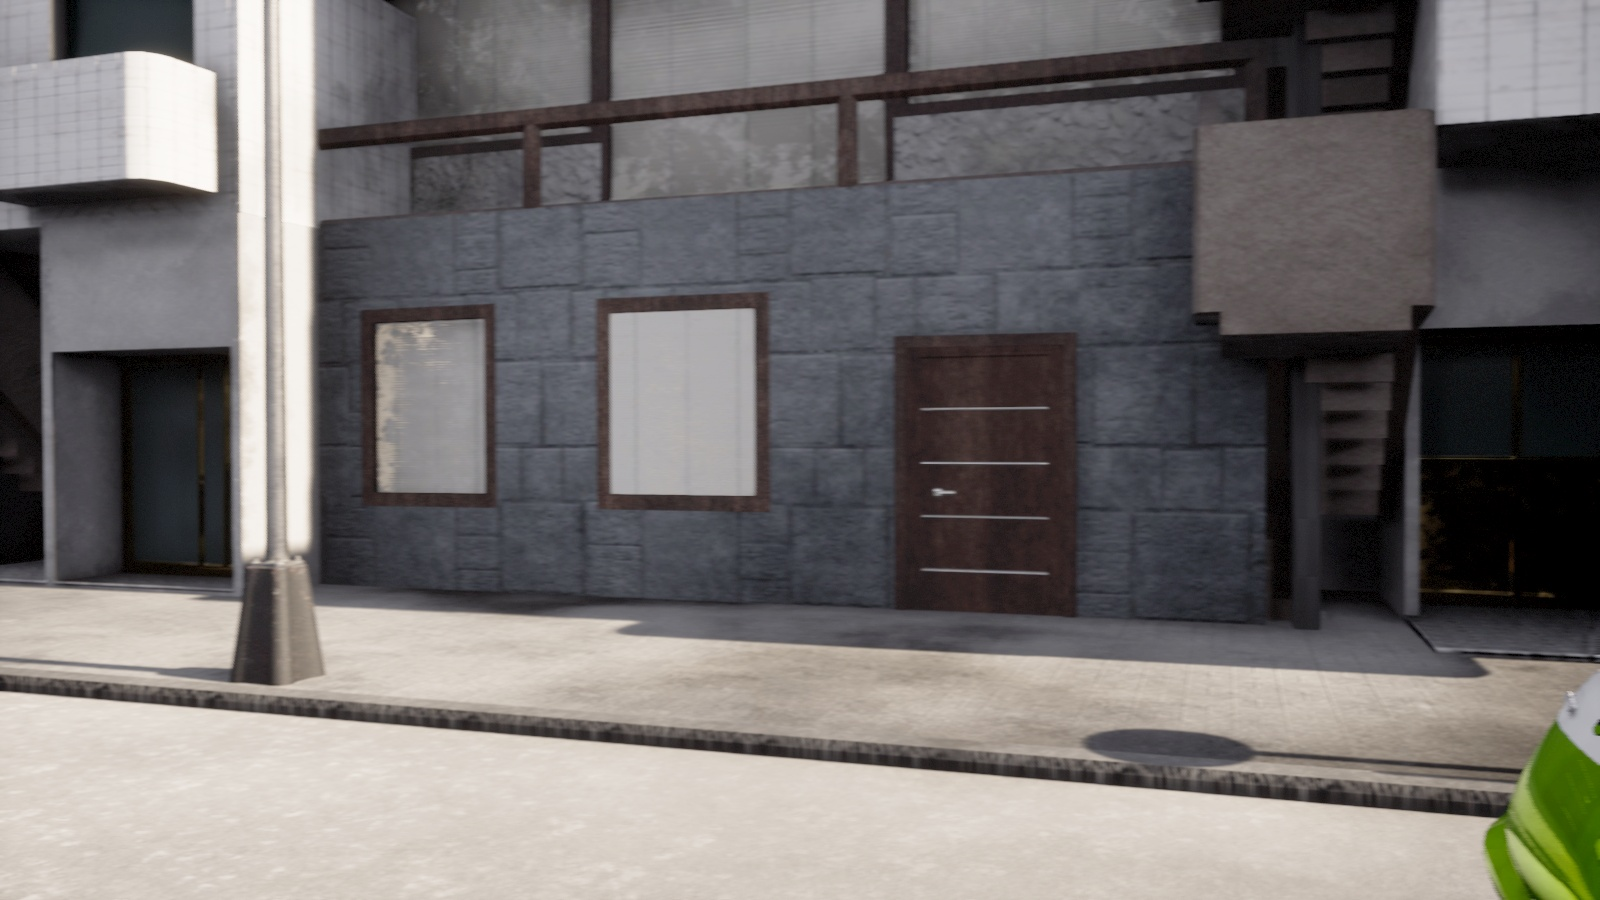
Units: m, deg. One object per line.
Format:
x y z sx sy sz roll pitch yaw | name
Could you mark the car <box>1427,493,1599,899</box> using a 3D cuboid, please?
2.743 0.847 2.798 2.207 1.376 1.481 1 1 19 | car
